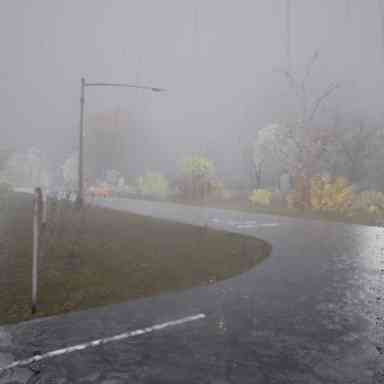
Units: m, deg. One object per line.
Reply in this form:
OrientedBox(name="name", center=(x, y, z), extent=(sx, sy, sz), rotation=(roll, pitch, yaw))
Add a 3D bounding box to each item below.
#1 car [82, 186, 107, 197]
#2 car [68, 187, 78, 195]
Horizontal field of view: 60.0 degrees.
OrientedBox(name="car", center=(-14.555, -0.179, 50.216), extent=(2.097, 1.767, 4.553), rotation=(1, 1, -36))
OrientedBox(name="car", center=(-20.177, -0.240, 58.072), extent=(1.895, 1.301, 4.718), rotation=(1, 1, -36))
